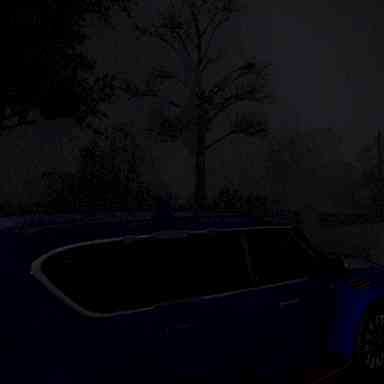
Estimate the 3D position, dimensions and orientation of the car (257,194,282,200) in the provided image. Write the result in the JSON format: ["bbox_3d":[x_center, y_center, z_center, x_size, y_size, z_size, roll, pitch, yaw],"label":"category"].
[{"bbox_3d":[11.942,1.285,52.861,2.150,2.045,5.566,0,-1,-25],"label":"car"}]

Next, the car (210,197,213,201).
[{"bbox_3d":[5.311,1.712,67.843,1.837,1.490,4.892,0,0,-22],"label":"car"}]

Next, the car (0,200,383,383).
[{"bbox_3d":[0.200,1.221,3.844,5.566,2.045,2.150,0,0,-35],"label":"car"}]
